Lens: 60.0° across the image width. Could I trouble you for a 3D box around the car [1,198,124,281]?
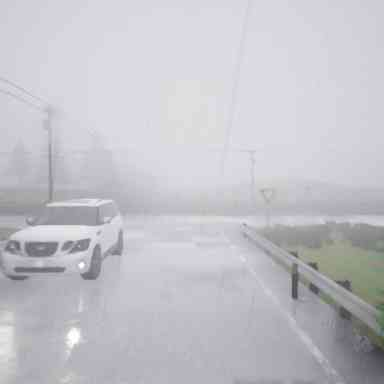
[{"bbox_3d":[-3.579,1.265,10.407,2.150,2.045,5.566,0,1,-1],"label":"car"}]
